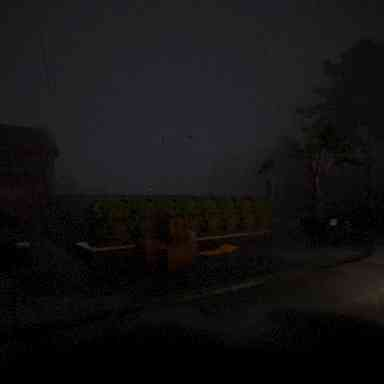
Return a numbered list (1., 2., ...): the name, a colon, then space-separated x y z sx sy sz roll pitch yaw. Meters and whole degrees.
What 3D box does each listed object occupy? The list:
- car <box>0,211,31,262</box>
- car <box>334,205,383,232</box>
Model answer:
1. car: -6.511 1.355 10.753 2.033 1.415 5.357 0 0 -33
2. car: 10.182 1.498 18.036 1.837 1.490 4.892 -1 0 -43
